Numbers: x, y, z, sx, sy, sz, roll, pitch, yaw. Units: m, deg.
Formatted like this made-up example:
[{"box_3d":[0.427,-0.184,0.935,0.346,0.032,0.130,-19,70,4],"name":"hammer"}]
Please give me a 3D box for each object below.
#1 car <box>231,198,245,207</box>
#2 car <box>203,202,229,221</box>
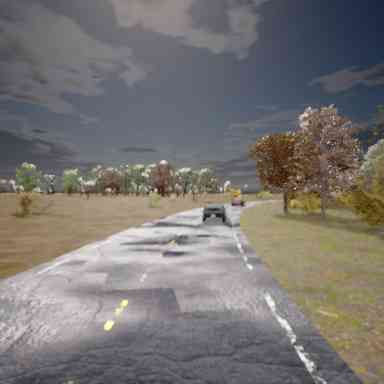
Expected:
[{"box_3d":[8.110,1.754,58.054,2.163,1.488,4.792,0,0,15],"name":"car"},{"box_3d":[2.006,1.628,28.339,1.837,1.490,4.892,0,-1,8],"name":"car"}]
